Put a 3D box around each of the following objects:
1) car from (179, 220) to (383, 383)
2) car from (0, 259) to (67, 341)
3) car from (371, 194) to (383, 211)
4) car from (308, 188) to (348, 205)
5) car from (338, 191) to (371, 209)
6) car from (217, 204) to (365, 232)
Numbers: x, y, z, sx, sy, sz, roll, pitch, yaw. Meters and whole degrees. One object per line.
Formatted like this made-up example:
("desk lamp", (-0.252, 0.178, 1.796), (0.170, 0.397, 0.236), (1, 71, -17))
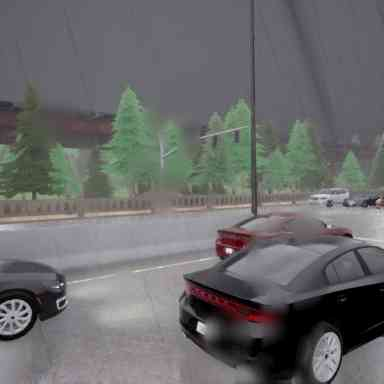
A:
("car", (2.157, 1.421, 5.351), (5.008, 1.535, 1.882), (-1, 1, -35))
("car", (-4.423, 1.504, 4.895), (4.892, 1.490, 1.837), (0, 0, -35))
("car", (18.736, 0.778, 30.355), (4.553, 1.767, 2.097), (-1, 1, -36))
("car", (15.068, 0.637, 36.339), (5.566, 2.045, 2.150), (-1, 1, -36))
("car", (17.415, 0.900, 33.716), (4.902, 1.511, 2.128), (-1, 1, -36))
("car", (2.999, 1.358, 10.238), (5.008, 1.535, 1.882), (-1, 1, -35))
